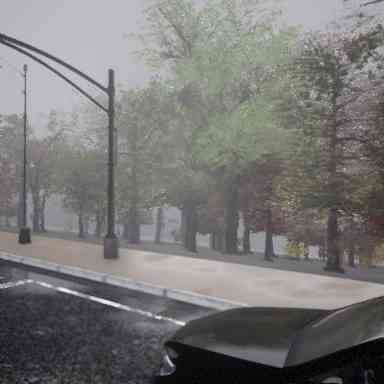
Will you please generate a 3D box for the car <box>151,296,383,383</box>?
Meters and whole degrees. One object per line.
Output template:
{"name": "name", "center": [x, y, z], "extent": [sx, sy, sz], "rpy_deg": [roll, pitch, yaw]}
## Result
{"name": "car", "center": [1.806, 1.525, 2.402], "extent": [4.674, 1.442, 1.812], "rpy_deg": [0, 0, 36]}
